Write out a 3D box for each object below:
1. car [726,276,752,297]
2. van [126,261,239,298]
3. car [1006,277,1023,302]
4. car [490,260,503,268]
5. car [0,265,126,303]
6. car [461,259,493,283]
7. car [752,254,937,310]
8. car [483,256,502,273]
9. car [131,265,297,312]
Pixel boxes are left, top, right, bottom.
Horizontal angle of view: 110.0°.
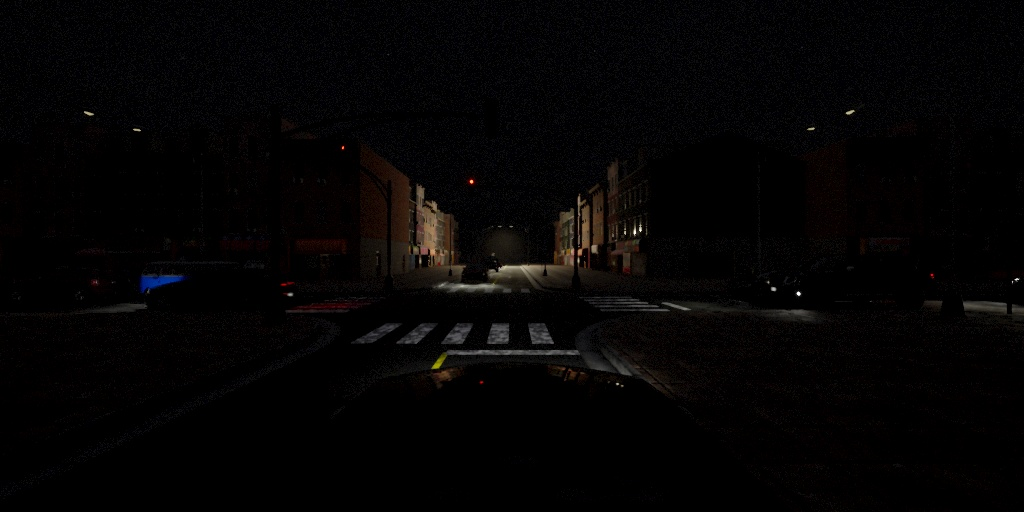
[{"bbox_3d":[12.289,1.267,16.538,4.403,1.370,2.007,0,0,0],"label":"car"},{"bbox_3d":[-14.714,1.124,16.464,3.998,1.789,1.690,0,0,0],"label":"van"},{"bbox_3d":[22.658,1.048,14.025,4.553,1.767,2.097,0,0,0],"label":"car"},{"bbox_3d":[-2.643,1.408,61.257,1.895,1.301,4.718,0,0,0],"label":"car"},{"bbox_3d":[-20.189,1.239,16.449,4.097,1.591,1.967,0,0,0],"label":"car"},{"bbox_3d":[-2.796,1.243,28.132,1.882,1.535,5.008,0,0,0],"label":"car"},{"bbox_3d":[12.975,0.935,14.003,5.566,2.045,2.150,0,0,0],"label":"car"},{"bbox_3d":[-2.758,1.003,44.754,2.150,2.045,5.566,0,-1,0],"label":"car"},{"bbox_3d":[-11.159,1.277,13.964,4.892,1.490,1.837,0,2,-5],"label":"car"}]
